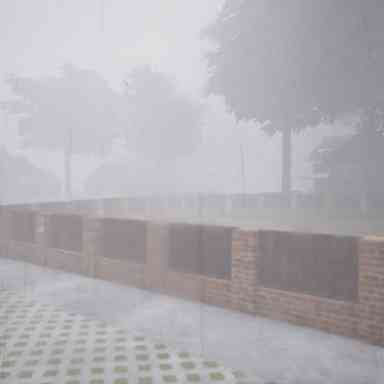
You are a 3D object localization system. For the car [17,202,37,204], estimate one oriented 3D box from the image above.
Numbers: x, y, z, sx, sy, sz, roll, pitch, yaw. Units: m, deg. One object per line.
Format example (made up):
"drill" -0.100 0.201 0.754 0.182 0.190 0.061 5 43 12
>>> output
"car" -9.925 1.349 20.673 2.033 1.411 5.357 0 1 35
